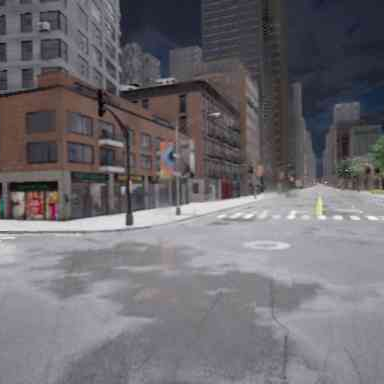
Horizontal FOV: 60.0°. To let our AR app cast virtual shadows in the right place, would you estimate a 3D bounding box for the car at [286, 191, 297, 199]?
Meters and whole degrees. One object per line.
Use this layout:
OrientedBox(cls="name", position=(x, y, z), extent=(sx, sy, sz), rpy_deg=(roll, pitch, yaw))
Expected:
OrientedBox(cls="car", position=(18.602, 0.475, 62.098), extent=(1.812, 1.442, 4.674), rpy_deg=(-1, 1, 21))
